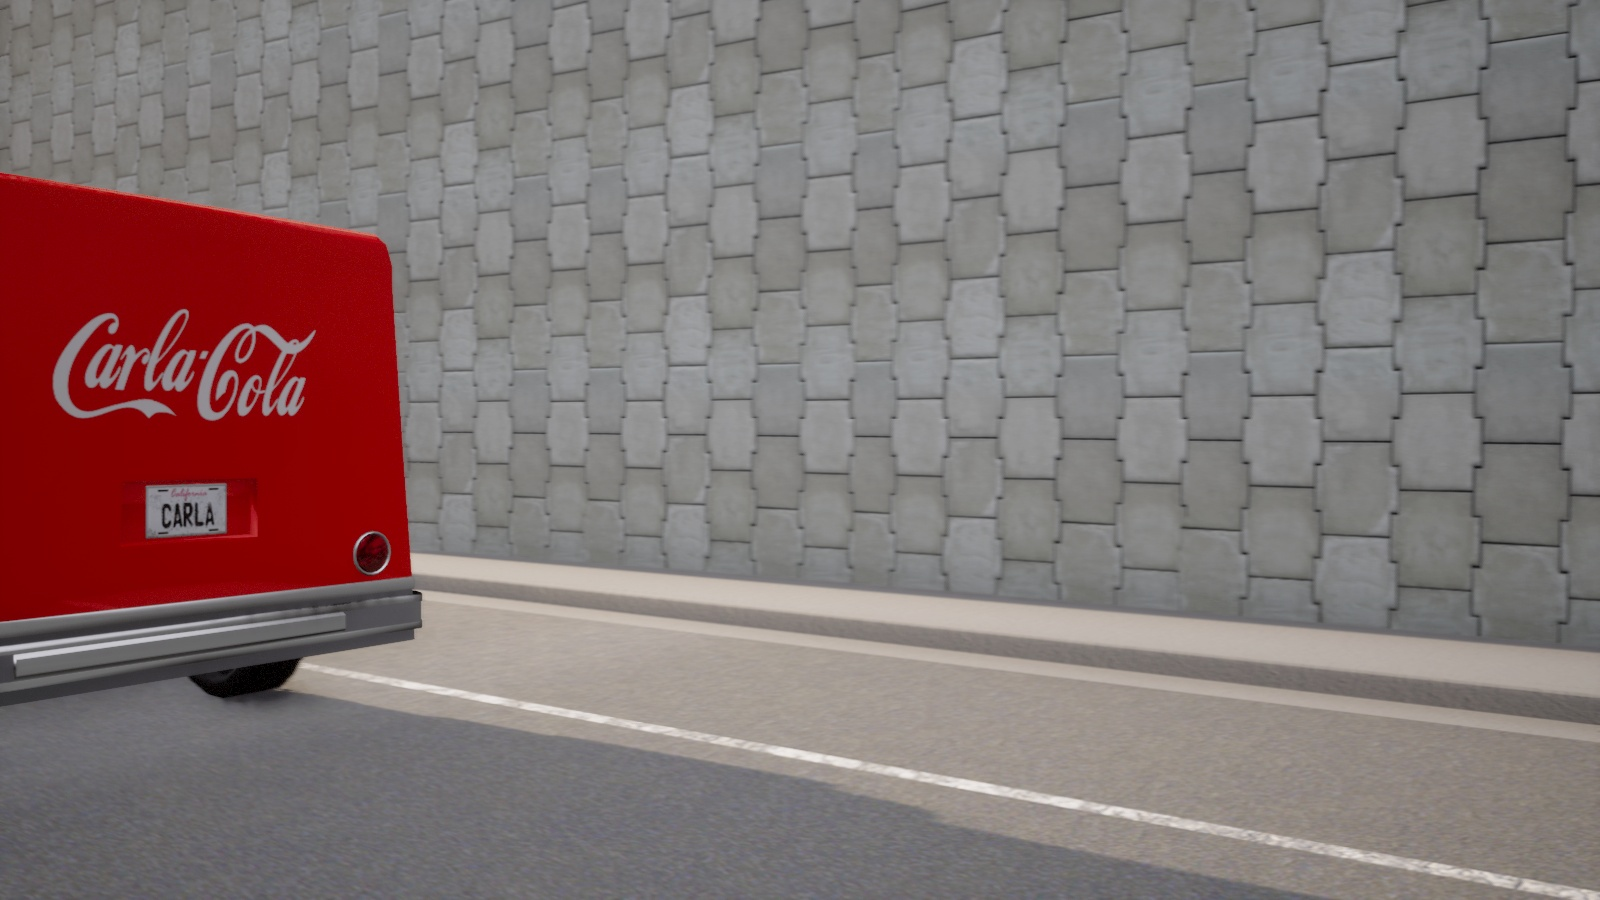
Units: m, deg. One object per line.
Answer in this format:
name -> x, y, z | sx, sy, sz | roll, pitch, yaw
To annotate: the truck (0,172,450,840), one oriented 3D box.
truck -> -4.690, 0.195, 6.730 | 5.204, 2.467, 2.627 | 0, 1, 34
